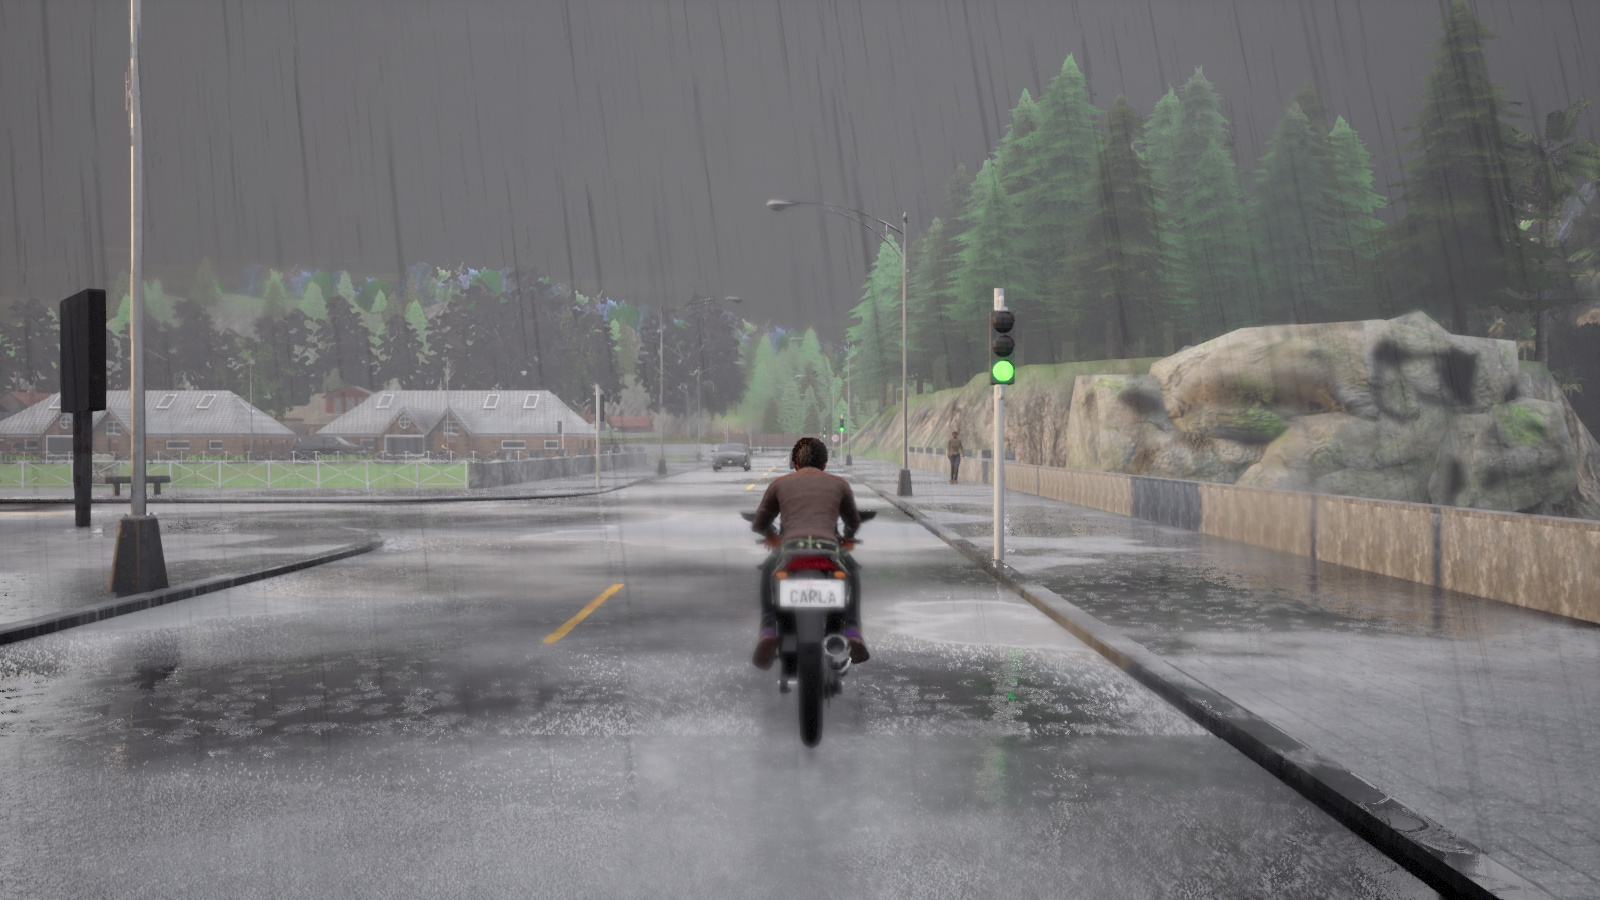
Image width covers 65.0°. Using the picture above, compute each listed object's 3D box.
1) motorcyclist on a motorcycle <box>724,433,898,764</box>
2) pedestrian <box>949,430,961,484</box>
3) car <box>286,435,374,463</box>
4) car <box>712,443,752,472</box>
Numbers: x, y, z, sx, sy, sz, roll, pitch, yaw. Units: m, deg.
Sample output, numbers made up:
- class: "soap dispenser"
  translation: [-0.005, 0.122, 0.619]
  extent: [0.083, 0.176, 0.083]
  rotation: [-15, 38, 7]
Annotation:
- class: "motorcyclist on a motorcycle"
  translation: [0.052, 0.689, 6.803]
  extent: [0.797, 1.523, 2.044]
  rotation: [0, 0, 0]
- class: "pedestrian"
  translation: [5.228, 0.218, 42.363]
  extent: [0.328, 1.805, 0.869]
  rotation: [0, 0, 4]
- class: "car"
  translation: [-33.913, -0.080, 90.733]
  extent: [5.566, 2.045, 2.150]
  rotation: [0, 0, 0]
- class: "car"
  translation: [-3.626, 0.363, 67.431]
  extent: [1.837, 1.490, 4.892]
  rotation: [0, 0, 0]
